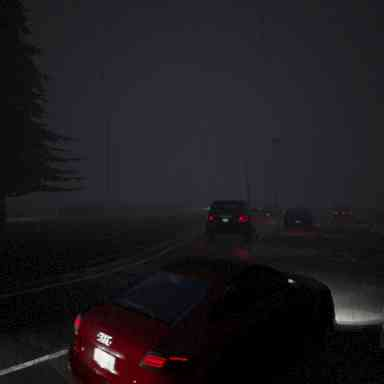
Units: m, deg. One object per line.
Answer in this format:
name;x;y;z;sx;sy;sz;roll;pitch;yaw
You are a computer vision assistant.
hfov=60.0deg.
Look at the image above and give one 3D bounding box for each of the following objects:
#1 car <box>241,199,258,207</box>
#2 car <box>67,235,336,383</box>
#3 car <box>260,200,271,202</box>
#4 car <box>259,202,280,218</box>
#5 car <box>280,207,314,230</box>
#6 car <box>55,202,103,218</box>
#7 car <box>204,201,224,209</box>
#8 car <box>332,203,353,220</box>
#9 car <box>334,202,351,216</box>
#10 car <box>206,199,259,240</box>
car;11.514;2.131;66.661;1.812;1.442;4.674;0;-1;30
car;0.472;1.622;4.745;1.994;1.385;4.181;0;-1;42
car;13.985;2.319;64.006;2.128;1.511;4.902;0;-1;31
car;8.722;2.075;36.255;1.895;1.301;4.718;0;-1;23
car;7.670;1.804;23.917;1.882;1.535;5.008;0;-1;19
car;-11.527;1.801;34.223;2.128;1.511;4.902;0;-1;45
car;4.150;2.290;61.176;1.994;1.385;4.181;0;-1;31
car;15.109;2.033;33.346;2.033;1.411;5.357;0;-1;23
car;19.157;2.120;42.231;1.837;1.490;4.892;0;-1;27
car;2.256;1.446;18.216;2.150;2.045;5.566;0;-1;15
